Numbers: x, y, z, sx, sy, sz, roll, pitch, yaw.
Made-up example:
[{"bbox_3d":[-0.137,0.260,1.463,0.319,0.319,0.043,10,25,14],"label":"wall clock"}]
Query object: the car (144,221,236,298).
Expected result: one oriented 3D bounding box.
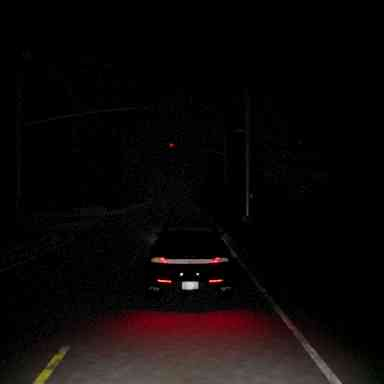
[{"bbox_3d":[-0.071,1.490,8.487,2.128,1.511,4.902,0,0,-1],"label":"car"}]
